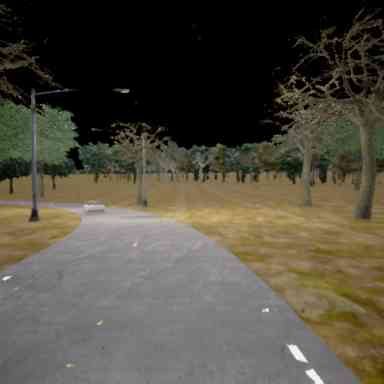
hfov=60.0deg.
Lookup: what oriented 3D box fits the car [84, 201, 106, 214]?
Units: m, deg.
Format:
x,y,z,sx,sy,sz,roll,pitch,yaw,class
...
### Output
x,y,z,sx,sy,sz,roll,pitch,yaw,class
-10.983,1.719,37.434,1.895,1.301,4.718,-1,0,-24,car
